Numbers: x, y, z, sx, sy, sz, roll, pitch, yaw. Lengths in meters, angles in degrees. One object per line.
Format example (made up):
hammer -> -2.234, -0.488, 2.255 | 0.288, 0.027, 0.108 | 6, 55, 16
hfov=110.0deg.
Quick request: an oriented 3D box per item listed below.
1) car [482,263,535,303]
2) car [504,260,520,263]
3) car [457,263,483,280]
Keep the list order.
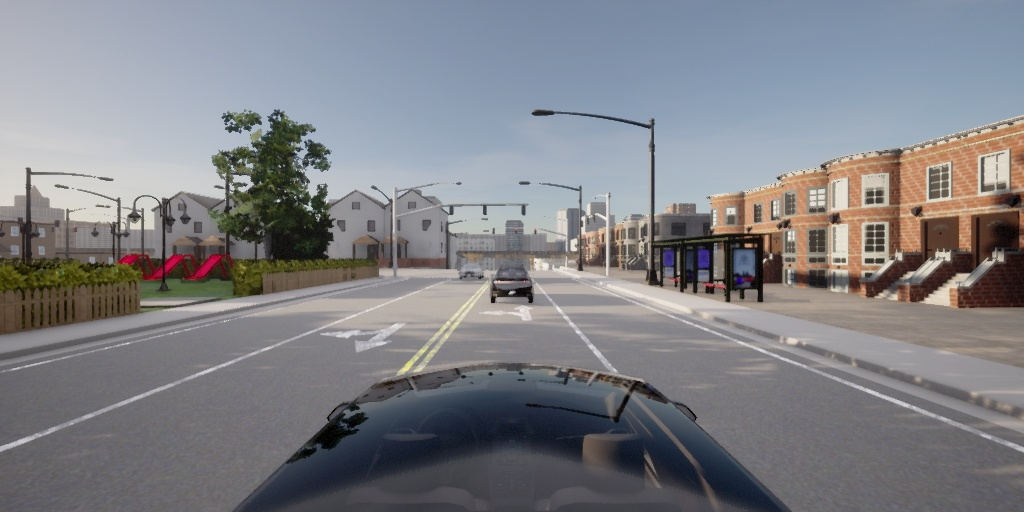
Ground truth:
car -> 0.000, 1.243, 16.500 | 2.128, 1.511, 4.902 | 0, 0, 0
car -> 0.000, 1.114, 31.470 | 2.097, 1.767, 4.553 | 0, 0, 0
car -> -3.500, 1.308, 31.520 | 1.812, 1.442, 4.674 | 0, 0, 0
